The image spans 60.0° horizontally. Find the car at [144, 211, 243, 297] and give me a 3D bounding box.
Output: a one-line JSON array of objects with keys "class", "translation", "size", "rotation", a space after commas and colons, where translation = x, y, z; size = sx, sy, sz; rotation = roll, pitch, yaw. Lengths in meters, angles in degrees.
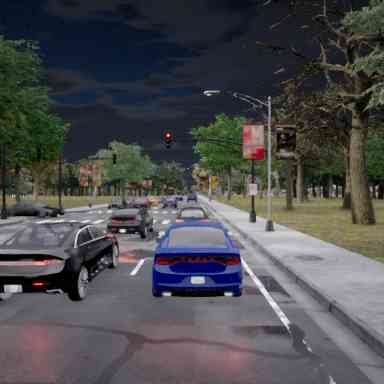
[{"class": "car", "translation": [0.110, 1.478, 8.615], "size": [1.882, 1.535, 5.008], "rotation": [0, 0, 0]}]

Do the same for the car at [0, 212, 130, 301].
[{"class": "car", "translation": [-3.147, 1.492, 8.300], "size": [2.128, 1.511, 4.902], "rotation": [0, 0, 0]}]

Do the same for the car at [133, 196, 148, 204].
[{"class": "car", "translation": [-9.745, 1.580, 63.455], "size": [2.033, 1.411, 5.357], "rotation": [0, 0, 0]}]

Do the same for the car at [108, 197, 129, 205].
[{"class": "car", "translation": [-9.806, 1.578, 44.242], "size": [1.994, 1.385, 4.181], "rotation": [0, 0, 1]}]

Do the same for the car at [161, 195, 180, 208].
[{"class": "car", "translation": [-3.089, 1.543, 48.326], "size": [1.812, 1.442, 4.674], "rotation": [0, 0, 0]}]

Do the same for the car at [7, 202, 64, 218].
[{"class": "car", "translation": [-13.651, 1.545, 28.564], "size": [5.357, 1.411, 2.033], "rotation": [0, 0, 18]}]

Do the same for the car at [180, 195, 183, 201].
[{"class": "car", "translation": [-3.173, 1.538, 82.692], "size": [1.882, 1.535, 5.008], "rotation": [0, 0, 0]}]

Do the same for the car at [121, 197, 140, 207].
[{"class": "car", "translation": [-9.792, 1.513, 53.162], "size": [2.128, 1.511, 4.902], "rotation": [0, 0, 0]}]

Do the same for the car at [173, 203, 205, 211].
[{"class": "car", "translation": [0.035, 1.528, 17.814], "size": [1.812, 1.442, 4.674], "rotation": [0, 0, 1]}]

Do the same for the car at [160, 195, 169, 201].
[{"class": "car", "translation": [-6.428, 1.363, 78.131], "size": [1.837, 1.490, 4.892], "rotation": [0, 0, 0]}]

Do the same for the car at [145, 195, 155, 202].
[{"class": "car", "translation": [-9.678, 1.459, 77.313], "size": [1.837, 1.490, 4.892], "rotation": [0, 0, 0]}]

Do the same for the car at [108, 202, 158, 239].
[{"class": "car", "translation": [-3.136, 1.507, 17.472], "size": [1.837, 1.490, 4.892], "rotation": [0, 0, 0]}]

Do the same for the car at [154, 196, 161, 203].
[{"class": "car", "translation": [-6.545, 1.499, 53.111], "size": [1.882, 1.535, 5.008], "rotation": [0, 0, 0]}]

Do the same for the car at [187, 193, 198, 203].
[{"class": "car", "translation": [0.068, 1.270, 73.553], "size": [2.150, 2.045, 5.566], "rotation": [0, 0, 0]}]

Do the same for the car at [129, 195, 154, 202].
[{"class": "car", "translation": [-6.557, 1.492, 43.530], "size": [1.882, 1.535, 5.008], "rotation": [0, 0, 0]}]
